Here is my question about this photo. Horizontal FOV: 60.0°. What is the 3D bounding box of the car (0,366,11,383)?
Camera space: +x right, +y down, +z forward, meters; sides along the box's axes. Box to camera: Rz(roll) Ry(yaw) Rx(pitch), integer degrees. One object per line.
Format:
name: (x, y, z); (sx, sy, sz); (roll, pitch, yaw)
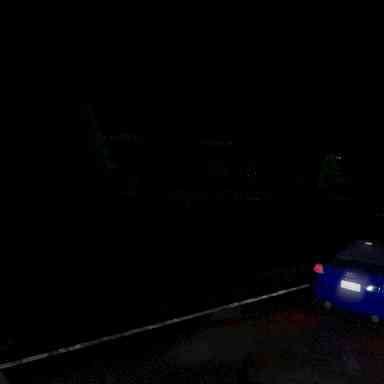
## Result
car: (-3.355, 1.601, 1.356); (4.718, 1.301, 1.895); (0, 0, -35)

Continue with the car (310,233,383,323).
car: (4.322, 1.564, 6.825); (4.181, 1.385, 1.994); (0, 0, -36)
